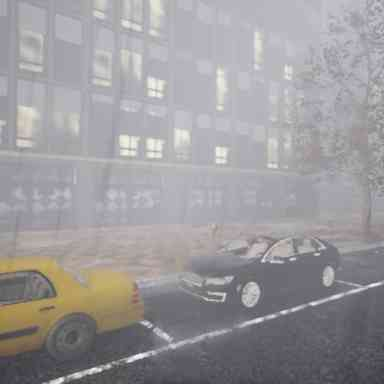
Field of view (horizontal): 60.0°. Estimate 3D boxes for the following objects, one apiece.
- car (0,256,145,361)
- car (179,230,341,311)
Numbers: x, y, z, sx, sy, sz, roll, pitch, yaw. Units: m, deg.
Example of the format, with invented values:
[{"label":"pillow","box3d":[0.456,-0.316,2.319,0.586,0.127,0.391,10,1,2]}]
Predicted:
[{"label":"car","box3d":[-3.023,1.525,4.400,4.829,1.417,1.752,1,0,-35]},{"label":"car","box3d":[1.750,1.617,7.804,4.403,1.369,2.008,1,0,-35]}]
